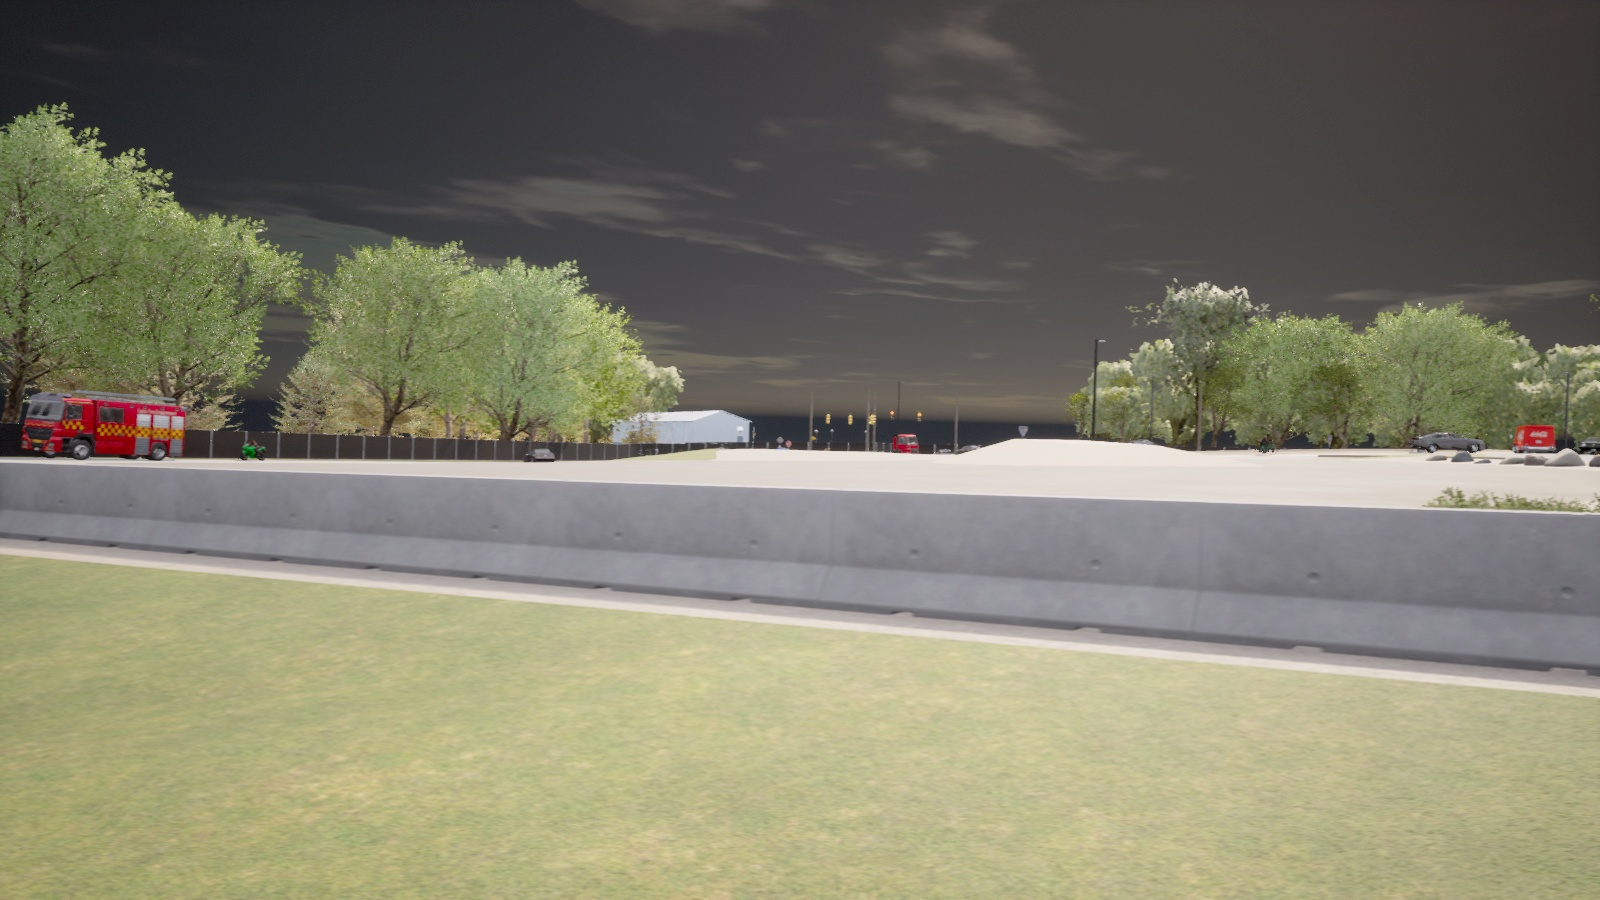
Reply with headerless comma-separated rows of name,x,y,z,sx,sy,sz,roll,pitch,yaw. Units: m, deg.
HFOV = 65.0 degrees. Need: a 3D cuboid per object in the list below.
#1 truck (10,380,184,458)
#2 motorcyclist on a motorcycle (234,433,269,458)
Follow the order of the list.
truck,-39.972,-1.676,71.856,2.891,3.827,8.468,4,0,22
motorcyclist on a motorcycle,-35.795,-0.294,81.994,0.797,1.523,2.044,3,0,22
